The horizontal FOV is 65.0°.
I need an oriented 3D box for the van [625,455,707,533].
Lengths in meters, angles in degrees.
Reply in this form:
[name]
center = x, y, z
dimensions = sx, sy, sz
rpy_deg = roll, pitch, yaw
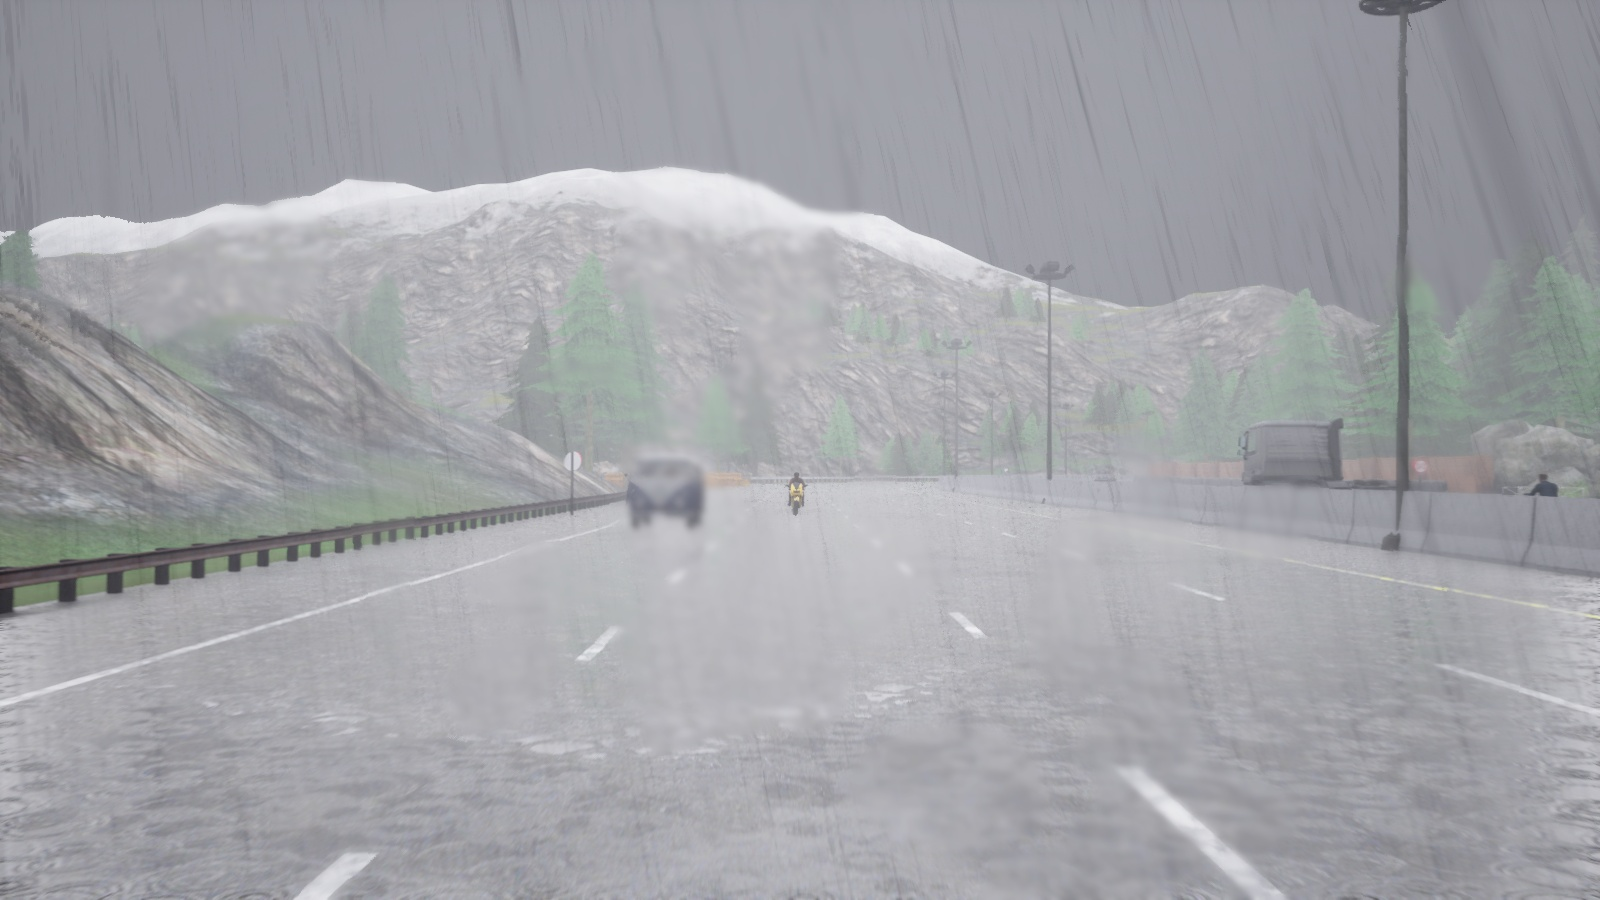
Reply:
[van]
center = -3.584, 1.155, 34.227
dimensions = 1.775, 1.987, 4.442
rpy_deg = 0, -1, 0

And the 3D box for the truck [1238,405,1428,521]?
[truck]
center = 17.395, 0.461, 41.711
dimensions = 2.891, 3.462, 7.936
rpy_deg = 0, -1, 0

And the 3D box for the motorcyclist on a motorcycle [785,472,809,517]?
[motorcyclist on a motorcycle]
center = -0.106, 1.529, 43.735
dimensions = 0.797, 1.523, 2.044
rpy_deg = 0, -1, 0
